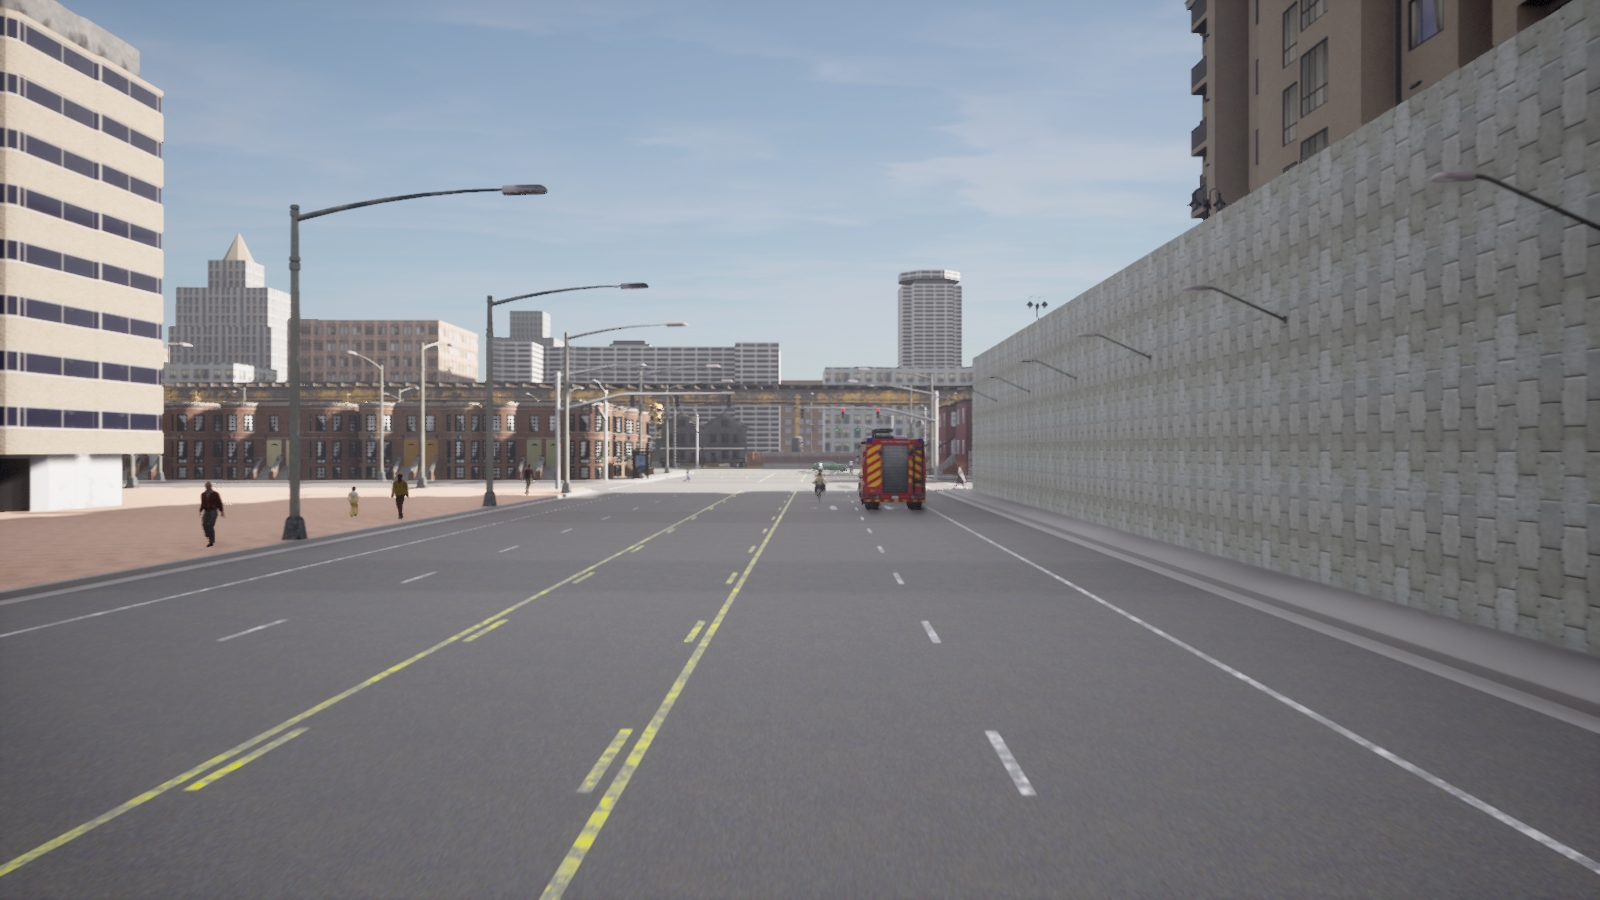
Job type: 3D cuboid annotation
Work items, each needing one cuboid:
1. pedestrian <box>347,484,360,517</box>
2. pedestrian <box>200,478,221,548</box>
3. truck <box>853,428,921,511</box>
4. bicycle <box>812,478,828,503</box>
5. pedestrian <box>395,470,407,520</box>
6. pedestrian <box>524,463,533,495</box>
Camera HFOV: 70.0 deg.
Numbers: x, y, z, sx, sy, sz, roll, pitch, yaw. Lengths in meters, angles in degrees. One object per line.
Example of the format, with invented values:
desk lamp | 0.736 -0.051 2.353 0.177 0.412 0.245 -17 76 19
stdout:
pedestrian | -17.706 1.994 45.312 0.375 1.300 0.375 0 0 -4
pedestrian | -15.975 1.698 30.948 0.375 1.860 0.375 0 0 1
truck | 4.229 0.891 57.175 2.891 3.827 8.468 0 0 1
bicycle | 1.056 2.146 61.498 0.859 1.301 1.487 0 0 1
pedestrian | -15.074 1.697 43.155 0.375 1.860 0.375 0 0 -8
pedestrian | -15.886 1.698 66.826 0.375 1.860 0.375 0 0 5
